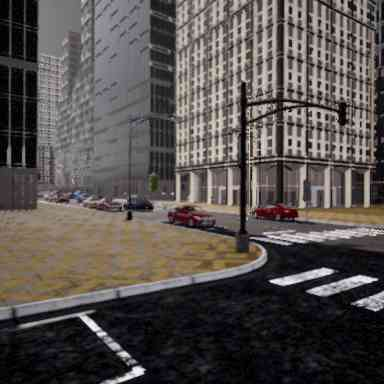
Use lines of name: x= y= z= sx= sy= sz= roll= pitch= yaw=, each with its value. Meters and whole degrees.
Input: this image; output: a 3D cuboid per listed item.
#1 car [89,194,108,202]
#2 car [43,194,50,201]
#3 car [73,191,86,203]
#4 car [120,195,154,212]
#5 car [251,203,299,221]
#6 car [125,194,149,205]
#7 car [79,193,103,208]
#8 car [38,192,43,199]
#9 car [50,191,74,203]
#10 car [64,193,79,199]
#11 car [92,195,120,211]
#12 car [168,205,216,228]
car: x=-17.765 y=1.061 z=63.120 sx=1.947 sy=1.339 sz=4.313 roll=1 pitch=0 yaw=-36
car: x=-24.418 y=0.966 z=58.625 sx=1.752 sy=1.417 sz=4.829 roll=1 pitch=0 yaw=-36
car: x=-16.651 y=1.056 z=52.304 sx=1.882 sy=1.535 sz=5.008 roll=0 pitch=0 yaw=-35
car: x=-5.648 y=1.351 z=35.439 sx=1.994 sy=1.385 sz=4.181 roll=0 pitch=0 yaw=-32
car: x=6.543 y=1.555 z=26.418 sx=1.802 sy=1.307 sz=4.206 roll=1 pitch=0 yaw=-32
car: x=-8.205 y=1.120 z=49.612 sx=1.967 sy=1.590 sz=4.097 roll=1 pitch=0 yaw=-34
car: x=-11.833 y=1.216 z=40.294 sx=1.752 sy=1.417 sz=4.829 roll=1 pitch=0 yaw=-33
car: x=-31.119 y=0.751 z=67.710 sx=1.967 sy=1.590 sz=4.097 roll=1 pitch=0 yaw=-37
car: x=-21.291 y=1.047 z=54.235 sx=1.887 sy=1.381 sz=4.507 roll=1 pitch=0 yaw=-35
car: x=-27.659 y=0.851 z=76.399 sx=1.887 sy=1.381 sz=4.507 roll=1 pitch=0 yaw=-38
car: x=-8.913 y=1.331 z=35.779 sx=1.802 sy=1.307 sz=4.206 roll=1 pitch=0 yaw=-32
car: x=-0.105 y=1.508 z=21.767 sx=1.802 sy=1.307 sz=4.206 roll=1 pitch=0 yaw=-32
